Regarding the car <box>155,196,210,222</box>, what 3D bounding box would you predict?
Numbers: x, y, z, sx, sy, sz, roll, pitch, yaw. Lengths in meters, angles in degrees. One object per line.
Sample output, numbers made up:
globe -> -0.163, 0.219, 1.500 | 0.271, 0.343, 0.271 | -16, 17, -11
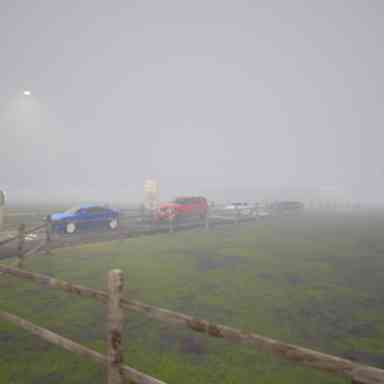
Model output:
car -> -0.677, 1.375, 28.251 | 2.150, 2.045, 5.566 | 0, 0, 37

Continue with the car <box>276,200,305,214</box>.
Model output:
car -> 12.615, 1.846, 41.446 | 1.837, 1.490, 4.892 | 0, 0, 36

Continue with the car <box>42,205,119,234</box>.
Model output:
car -> -6.522, 1.546, 20.203 | 1.882, 1.535, 5.008 | 0, 0, 35

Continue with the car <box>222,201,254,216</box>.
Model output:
car -> 5.093, 1.768, 36.131 | 1.812, 1.442, 4.674 | 0, 0, 36

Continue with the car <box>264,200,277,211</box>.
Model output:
car -> 11.282, 1.834, 44.538 | 2.128, 1.511, 4.902 | 0, 0, 37
